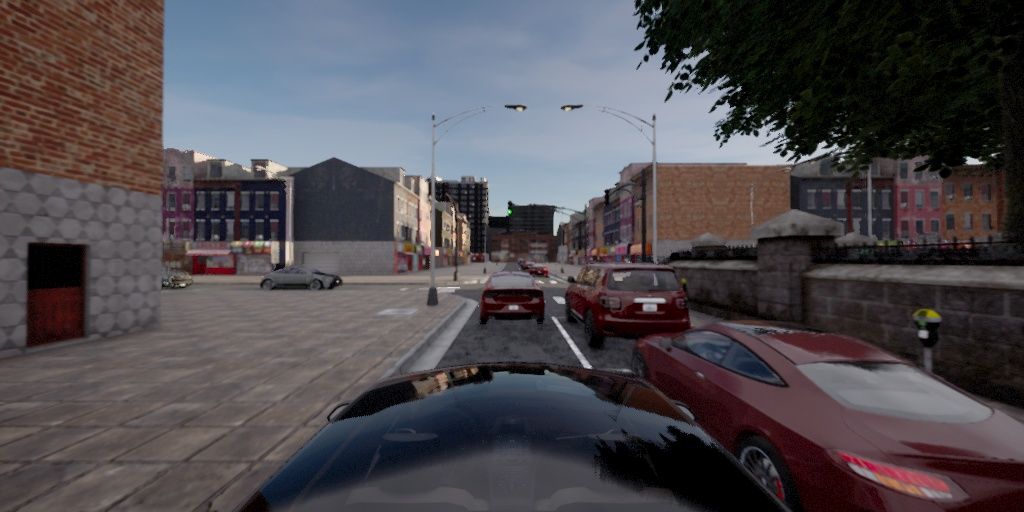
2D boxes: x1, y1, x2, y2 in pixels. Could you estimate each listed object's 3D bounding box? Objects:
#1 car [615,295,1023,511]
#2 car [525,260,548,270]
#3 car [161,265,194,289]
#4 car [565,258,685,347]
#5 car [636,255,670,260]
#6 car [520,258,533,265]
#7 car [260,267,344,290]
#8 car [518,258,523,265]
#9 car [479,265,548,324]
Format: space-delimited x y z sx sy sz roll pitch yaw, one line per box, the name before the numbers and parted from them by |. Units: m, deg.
car | 2.636 1.334 3.804 1.802 1.307 4.207 0 0 0
car | 2.579 1.364 35.682 1.888 1.381 4.507 0 0 0
car | -21.295 1.086 20.753 4.553 1.767 2.097 0 -1 0
car | 2.626 1.075 9.253 2.192 1.841 5.009 0 0 0
car | 9.847 1.003 20.894 5.566 2.045 2.150 0 -1 -1
car | 2.550 1.417 51.993 1.888 1.381 4.507 0 0 0
car | -12.108 1.310 20.797 4.181 1.385 1.994 0 -1 0
car | 2.541 1.207 57.431 2.192 1.841 5.009 0 0 0
car | -0.078 1.242 12.121 1.882 1.535 5.008 0 0 -3
